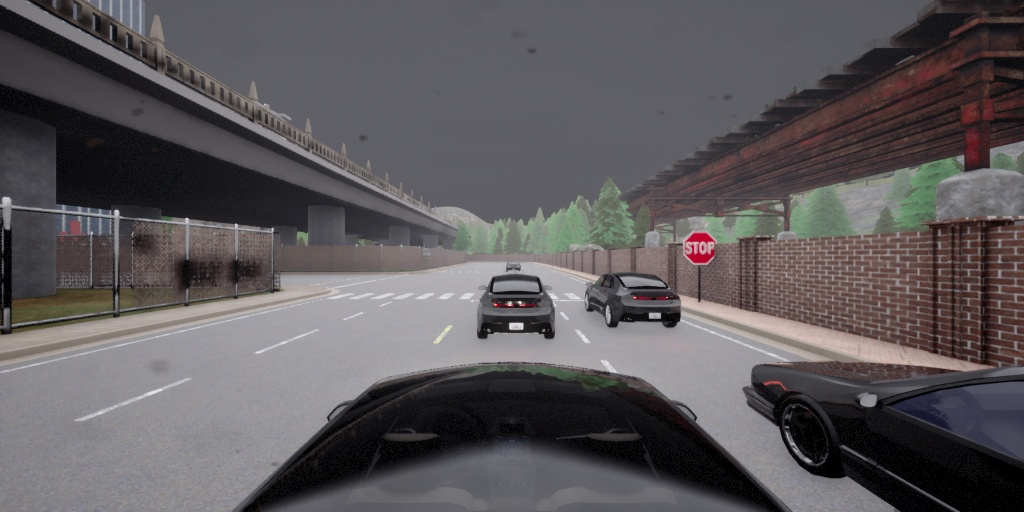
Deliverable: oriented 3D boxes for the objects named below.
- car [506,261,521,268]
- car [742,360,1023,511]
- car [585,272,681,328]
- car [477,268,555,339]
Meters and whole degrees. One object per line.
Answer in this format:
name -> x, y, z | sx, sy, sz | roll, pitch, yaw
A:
car -> 0.164, 1.351, 46.346 | 1.895, 1.301, 4.718 | 0, 0, -1
car -> 3.600, 1.297, 1.681 | 2.033, 1.411, 5.357 | 0, 0, 0
car -> 3.596, 1.255, 11.428 | 1.837, 1.490, 4.892 | 0, 0, 0
car -> 0.095, 1.255, 10.067 | 1.837, 1.490, 4.892 | 0, 0, 0
